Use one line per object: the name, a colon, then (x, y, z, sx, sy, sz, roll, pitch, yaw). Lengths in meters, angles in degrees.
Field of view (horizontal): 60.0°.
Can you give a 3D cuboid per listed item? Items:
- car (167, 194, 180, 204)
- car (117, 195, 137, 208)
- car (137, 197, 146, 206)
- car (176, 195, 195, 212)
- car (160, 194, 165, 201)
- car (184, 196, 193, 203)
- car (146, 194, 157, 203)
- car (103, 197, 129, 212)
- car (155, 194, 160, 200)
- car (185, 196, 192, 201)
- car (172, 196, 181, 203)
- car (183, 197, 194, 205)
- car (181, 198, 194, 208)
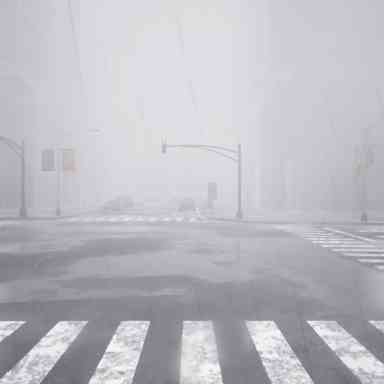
car: (-3.366, 1.576, 65.713, 1.837, 1.490, 4.892, 0, 0, 0)
car: (-9.118, 1.335, 44.329, 2.192, 1.841, 5.009, 0, 0, 0)
car: (-9.174, 1.570, 55.011, 1.752, 1.417, 4.829, 0, 0, 0)
car: (-0.564, 1.448, 38.946, 1.967, 1.590, 4.097, 0, 0, 0)
car: (-9.376, 1.696, 93.162, 1.887, 1.381, 4.507, 0, 0, 0)
car: (-0.737, 1.612, 71.665, 1.752, 1.417, 4.829, 0, 0, 0)
car: (-9.261, 1.669, 71.459, 1.802, 1.307, 4.206, 0, 0, 0)
car: (-9.088, 1.574, 38.903, 1.947, 1.339, 4.313, 0, 0, 0)
car: (-9.291, 1.417, 76.885, 2.192, 1.841, 5.009, 0, 0, 0)
car: (-0.852, 1.696, 93.195, 1.887, 1.381, 4.507, 0, 0, 0)
car: (-3.518, 1.651, 75.798, 1.994, 1.385, 4.181, 0, 0, 0)
car: (-0.679, 1.603, 60.645, 1.887, 1.381, 4.507, 0, 0, 0)
car: (-0.621, 1.614, 49.795, 1.802, 1.307, 4.206, 0, 0, 0)
